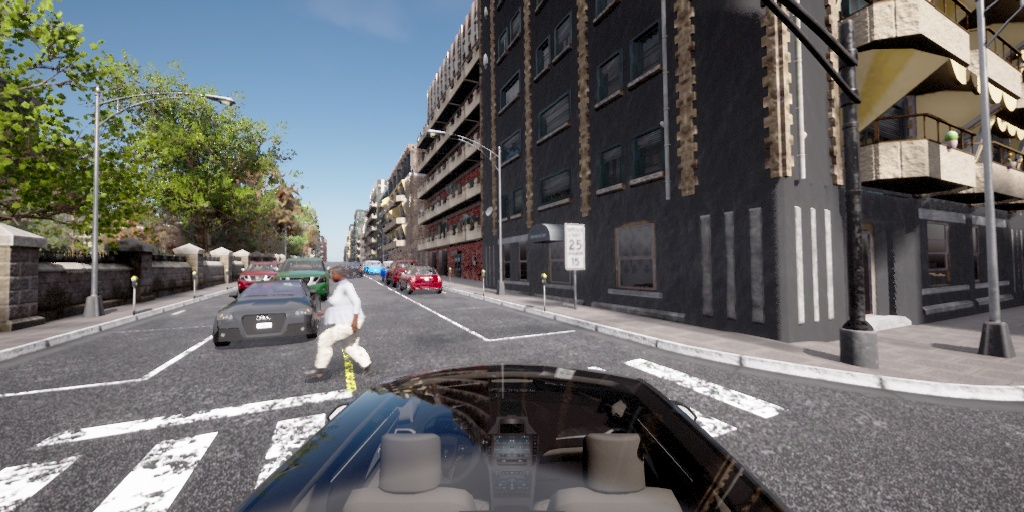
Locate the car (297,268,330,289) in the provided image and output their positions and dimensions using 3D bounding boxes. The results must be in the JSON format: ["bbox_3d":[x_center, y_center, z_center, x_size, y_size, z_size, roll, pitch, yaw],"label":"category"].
[{"bbox_3d":[-14.673,1.585,26.715,1.895,1.301,4.718,0,-1,-26],"label":"car"}]

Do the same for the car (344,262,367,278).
[{"bbox_3d":[-17.353,1.640,39.289,1.812,1.442,4.674,0,-1,-26],"label":"car"}]

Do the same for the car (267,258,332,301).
[{"bbox_3d":[-10.336,1.101,17.873,2.150,2.045,5.566,0,-1,-26],"label":"car"}]

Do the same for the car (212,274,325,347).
[{"bbox_3d":[-6.242,1.345,9.546,1.994,1.385,4.181,0,-1,-26],"label":"car"}]

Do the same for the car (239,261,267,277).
[{"bbox_3d":[-15.430,1.262,22.364,2.192,1.841,5.009,0,0,-26],"label":"car"}]

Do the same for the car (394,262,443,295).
[{"bbox_3d":[-5.472,1.325,21.105,1.967,1.591,4.097,0,0,-26],"label":"car"}]

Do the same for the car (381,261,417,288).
[{"bbox_3d":[-7.909,1.258,26.061,2.192,1.841,5.009,0,0,-26],"label":"car"}]

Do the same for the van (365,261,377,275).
[{"bbox_3d":[-17.657,1.518,45.888,1.690,1.789,3.998,0,0,-26],"label":"van"}]

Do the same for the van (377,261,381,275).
[{"bbox_3d":[-10.345,1.343,31.018,1.690,1.789,3.998,0,0,-26],"label":"van"}]

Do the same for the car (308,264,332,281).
[{"bbox_3d":[-19.186,1.571,35.991,1.882,1.535,5.008,0,-1,-26],"label":"car"}]

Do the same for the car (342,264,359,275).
[{"bbox_3d":[-21.807,1.784,48.271,1.994,1.385,4.181,0,-1,-26],"label":"car"}]

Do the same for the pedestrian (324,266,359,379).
[{"bbox_3d":[-2.700,1.021,5.676,0.375,1.860,0.375,1,-2,-26],"label":"pedestrian"}]
